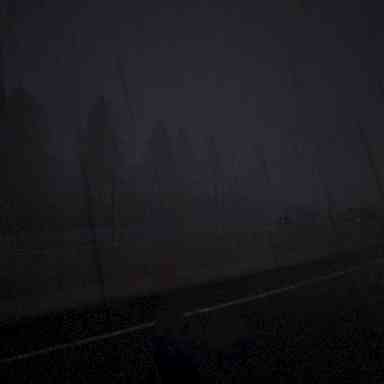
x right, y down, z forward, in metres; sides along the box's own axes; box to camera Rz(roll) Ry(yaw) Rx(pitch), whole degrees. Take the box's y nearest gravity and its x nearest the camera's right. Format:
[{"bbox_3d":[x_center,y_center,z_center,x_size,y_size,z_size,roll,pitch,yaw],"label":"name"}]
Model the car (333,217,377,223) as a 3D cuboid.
[{"bbox_3d":[12.300,1.839,24.832,2.033,1.411,5.357,-1,-1,41],"label":"car"}]
